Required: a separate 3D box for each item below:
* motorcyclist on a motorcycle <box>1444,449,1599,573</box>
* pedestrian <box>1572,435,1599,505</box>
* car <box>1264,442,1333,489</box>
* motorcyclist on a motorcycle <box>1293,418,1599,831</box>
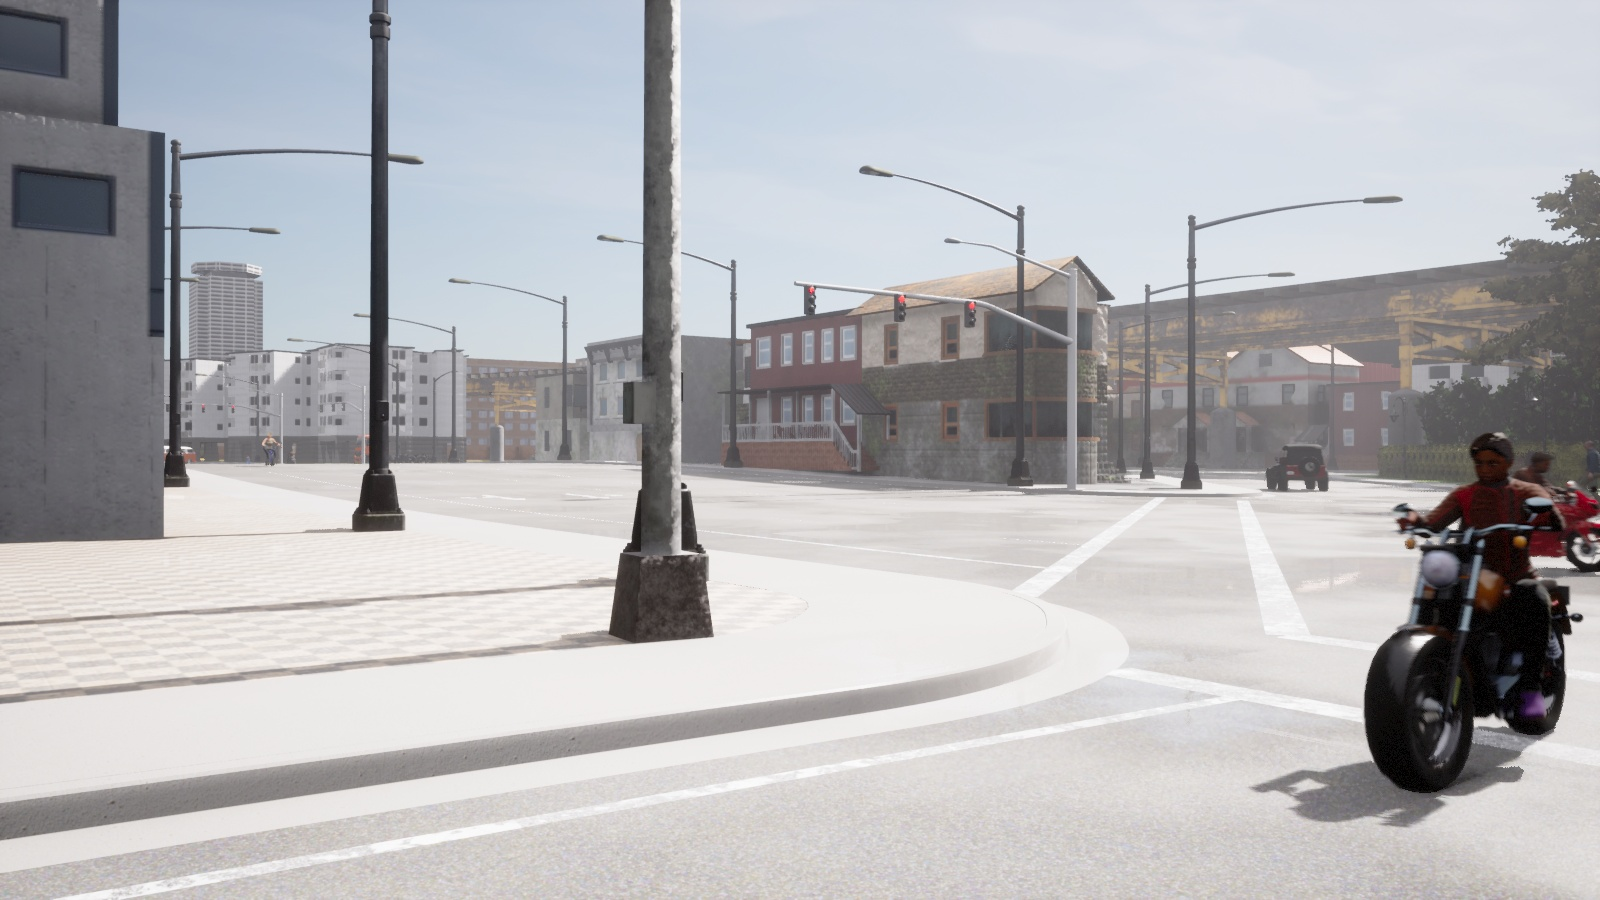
[{"bbox_3d":[9.587,0.747,16.300,0.797,1.523,2.044,0,0,-35],"label":"motorcyclist on a motorcycle"},{"bbox_3d":[20.854,0.527,33.119,0.402,1.842,0.726,0,0,-41],"label":"pedestrian"},{"bbox_3d":[20.586,0.624,52.040,1.905,1.878,3.866,0,0,10],"label":"car"},{"bbox_3d":[3.308,0.703,6.125,2.350,1.649,0.766,0,-1,-45],"label":"motorcyclist on a motorcycle"}]
